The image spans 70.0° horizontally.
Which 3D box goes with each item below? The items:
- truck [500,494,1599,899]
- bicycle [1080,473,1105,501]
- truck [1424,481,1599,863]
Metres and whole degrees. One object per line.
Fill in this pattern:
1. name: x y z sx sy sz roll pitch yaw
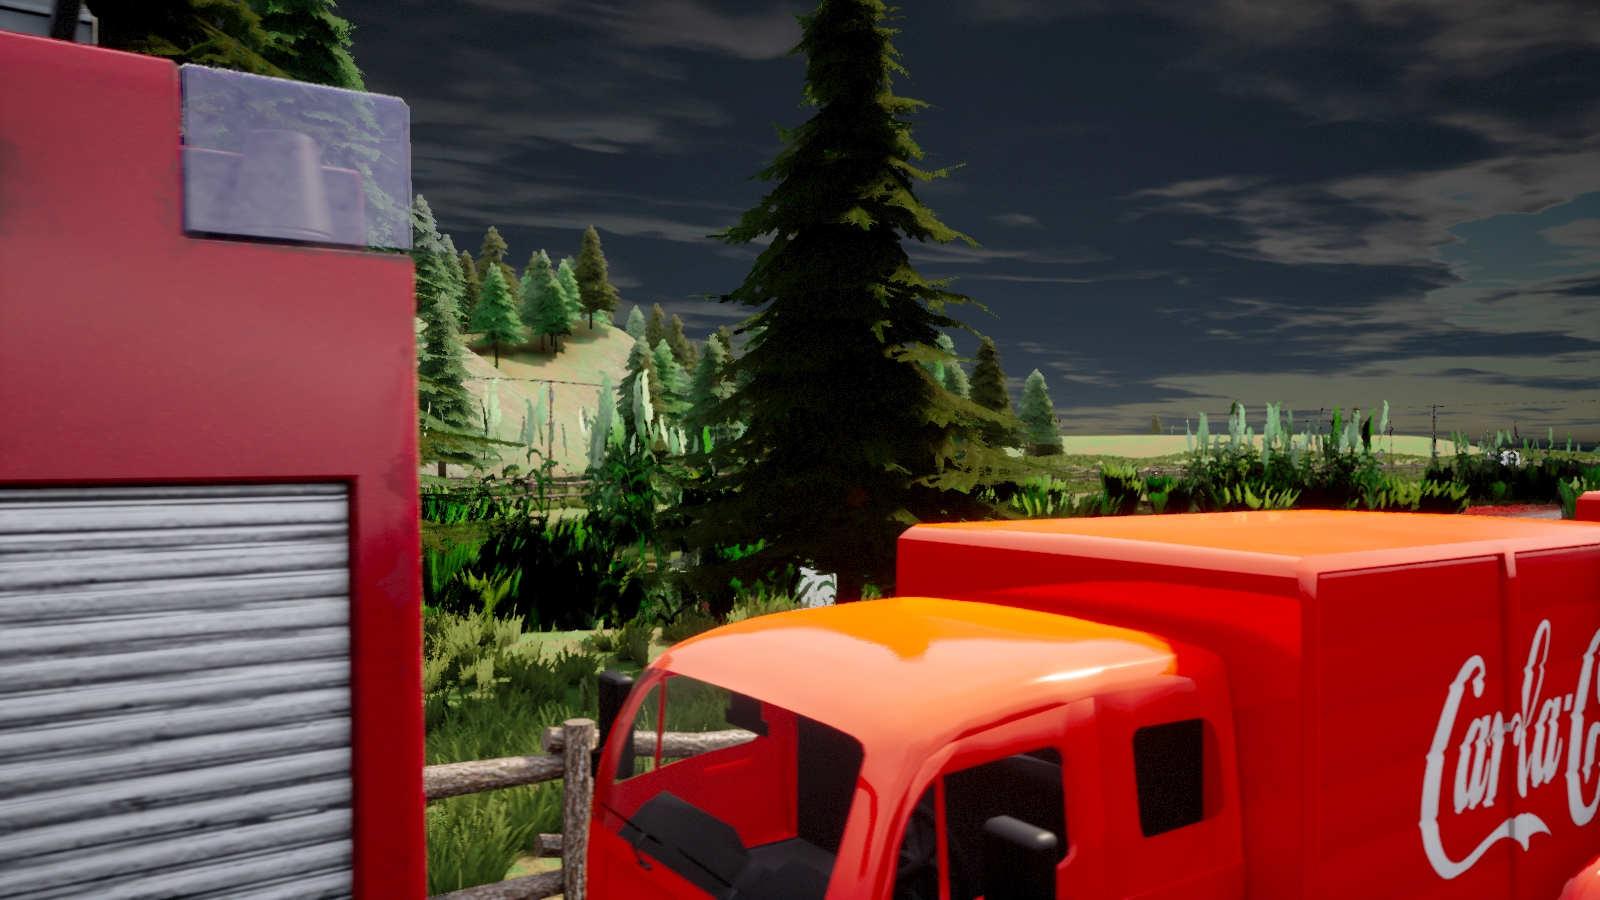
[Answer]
1. truck: 1.685 1.527 4.977 5.204 2.467 2.627 0 0 -34
2. bicycle: 15.697 1.978 61.239 1.643 1.496 0.373 0 0 -38
3. truck: 7.594 1.517 8.975 5.204 2.467 2.627 0 0 -34
